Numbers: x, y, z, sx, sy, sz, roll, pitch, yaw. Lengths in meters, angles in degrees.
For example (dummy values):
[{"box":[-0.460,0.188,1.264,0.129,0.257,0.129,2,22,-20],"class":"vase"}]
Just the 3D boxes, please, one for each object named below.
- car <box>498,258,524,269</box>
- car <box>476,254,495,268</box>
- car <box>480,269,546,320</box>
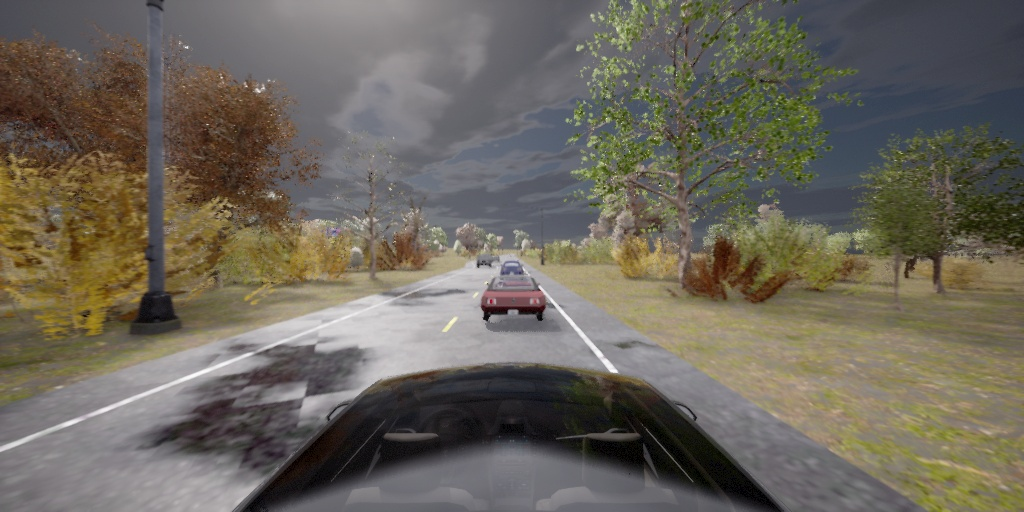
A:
[{"box":[-0.006,1.118,29.776,1.812,1.442,4.674,0,0,0],"class":"car"},{"box":[-3.965,0.672,51.660,2.150,2.045,5.566,0,0,-3],"class":"car"},{"box":[0.047,1.292,12.324,1.895,1.301,4.718,0,0,0],"class":"car"}]
